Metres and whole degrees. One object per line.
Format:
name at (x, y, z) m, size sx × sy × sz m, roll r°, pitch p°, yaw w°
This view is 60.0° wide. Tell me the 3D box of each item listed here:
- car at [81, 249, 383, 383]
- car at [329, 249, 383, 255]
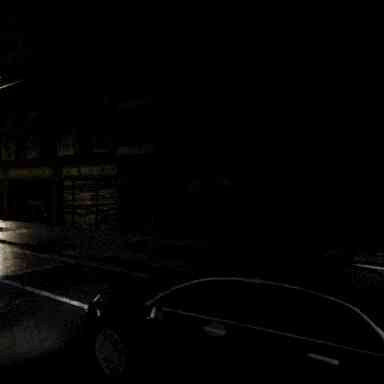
car at (0.746, 1.518, 3.816) m, size 4.892 × 1.490 × 1.837 m, roll 0°, pitch 0°, yaw 35°
car at (2.266, 1.570, 5.143) m, size 4.403 × 1.369 × 2.008 m, roll 0°, pitch 0°, yaw 35°
